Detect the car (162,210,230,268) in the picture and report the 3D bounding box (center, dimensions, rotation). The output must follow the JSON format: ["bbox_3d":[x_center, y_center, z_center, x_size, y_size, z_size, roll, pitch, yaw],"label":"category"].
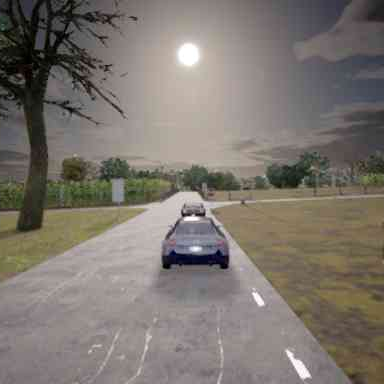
[{"bbox_3d":[0.101,1.509,11.076,1.994,1.385,4.181,0,0,0],"label":"car"}]

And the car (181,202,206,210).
[{"bbox_3d":[0.102,1.420,26.375,1.895,1.301,4.718,0,1,0],"label":"car"}]
